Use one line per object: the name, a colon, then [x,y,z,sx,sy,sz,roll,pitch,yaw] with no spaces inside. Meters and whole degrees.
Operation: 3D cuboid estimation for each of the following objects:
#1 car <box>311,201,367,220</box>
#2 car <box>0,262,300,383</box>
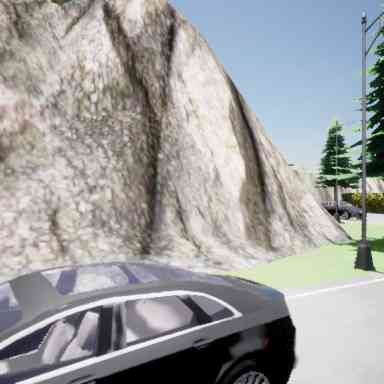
car: [12.383,1.492,28.311,2.128,1.511,4.902,0,0,-26]
car: [-1.170,1.491,2.909,4.902,1.511,2.128,0,0,-34]
